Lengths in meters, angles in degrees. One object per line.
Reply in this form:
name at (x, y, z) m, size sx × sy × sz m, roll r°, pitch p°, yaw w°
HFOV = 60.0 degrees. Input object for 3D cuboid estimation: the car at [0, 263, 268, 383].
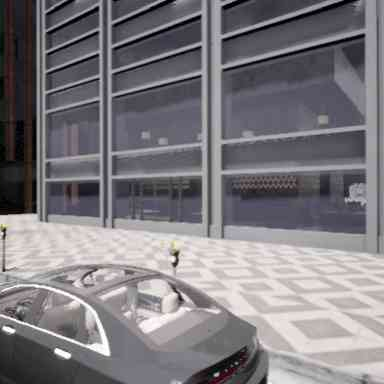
car at (-1.327, 1.549, 3.912) m, size 4.403 × 1.369 × 2.008 m, roll 0°, pitch 0°, yaw 35°
